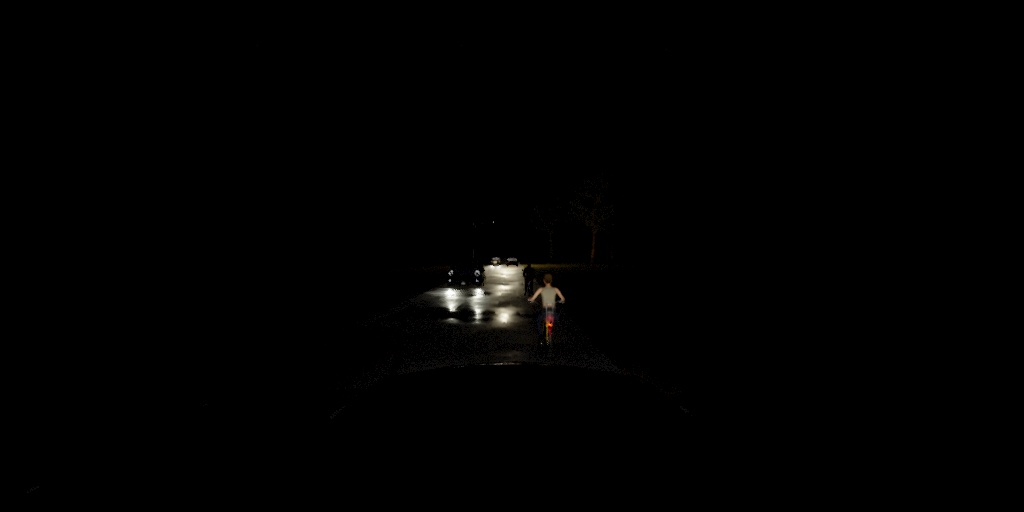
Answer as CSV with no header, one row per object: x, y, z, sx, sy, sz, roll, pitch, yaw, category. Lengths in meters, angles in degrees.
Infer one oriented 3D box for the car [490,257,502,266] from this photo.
-2.839,0.974,63.828,2.128,1.511,4.902,0,0,1,car

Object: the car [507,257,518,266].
0.061,1.089,62.607,1.895,1.301,4.718,0,0,0,car

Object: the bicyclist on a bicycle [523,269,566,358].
0.734,1.164,7.447,0.866,1.612,1.509,0,0,0,bicyclist on a bicycle

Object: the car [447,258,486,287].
-2.860,1.016,23.266,2.097,1.767,4.553,0,0,0,car

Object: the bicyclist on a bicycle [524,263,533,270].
0.749,1.147,15.853,0.582,1.620,1.656,0,0,0,bicyclist on a bicycle
